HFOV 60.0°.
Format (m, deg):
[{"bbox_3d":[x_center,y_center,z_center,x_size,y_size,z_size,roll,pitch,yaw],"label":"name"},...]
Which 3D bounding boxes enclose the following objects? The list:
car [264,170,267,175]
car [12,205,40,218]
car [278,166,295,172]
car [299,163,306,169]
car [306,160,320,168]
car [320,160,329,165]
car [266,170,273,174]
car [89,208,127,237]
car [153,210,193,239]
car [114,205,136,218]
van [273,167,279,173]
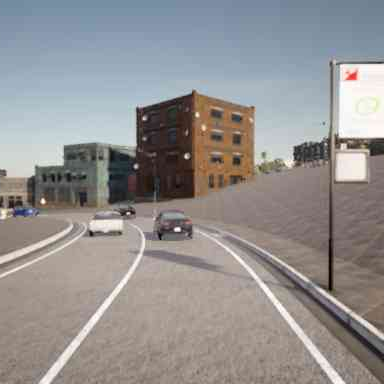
[{"bbox_3d":[20.518,-4.966,88.123,2.435,2.045,5.566,0,0,-1],"label":"car"},{"bbox_3d":[-27.257,3.179,54.470,5.566,2.045,2.150,-4,-2,37],"label":"car"},{"bbox_3d":[20.879,-4.569,71.602,2.231,1.521,4.892,0,1,-1],"label":"car"},{"bbox_3d":[21.121,-4.574,60.587,2.185,1.767,4.553,0,1,-1],"label":"car"},{"bbox_3d":[21.242,-4.507,55.068,2.185,1.767,4.553,0,1,-1],"label":"car"},{"bbox_3d":[21.367,-4.269,49.395,2.002,1.452,4.674,0,1,-1],"label":"car"},{"bbox_3d":[20.638,-4.632,82.639,2.002,1.452,4.674,0,0,-1],"label":"car"},{"bbox_3d":[-5.076,1.852,19.967,1.895,1.301,4.718,0,-1,-13],"label":"car"},{"bbox_3d":[-1.127,1.721,18.595,1.812,1.442,4.674,0,-1,-10],"label":"car"},{"bbox_3d":[-7.949,2.184,37.768,1.882,1.535,5.008,0,-2,-29],"label":"car"},{"bbox_3d":[20.761,-4.849,76.996,1.878,1.987,4.442,0,0,-1],"label":"van"}]
